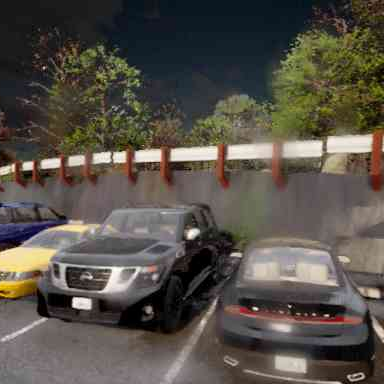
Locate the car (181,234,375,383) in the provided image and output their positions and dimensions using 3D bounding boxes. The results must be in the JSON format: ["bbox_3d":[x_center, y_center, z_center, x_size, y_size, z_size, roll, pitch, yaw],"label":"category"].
[{"bbox_3d":[1.639,1.507,5.678,2.231,1.521,4.892,-1,-1,16],"label":"car"}]

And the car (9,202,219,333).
[{"bbox_3d":[-0.820,1.286,7.413,2.435,2.045,5.566,0,-1,16],"label":"car"}]

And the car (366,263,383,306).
[{"bbox_3d":[4.123,1.223,3.963,2.435,2.045,5.566,-1,-1,15],"label":"car"}]

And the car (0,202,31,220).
[{"bbox_3d":[-5.720,1.351,10.983,2.435,2.045,5.566,-1,-1,15],"label":"car"}]

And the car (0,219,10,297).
[{"bbox_3d":[-3.313,1.564,9.015,1.946,1.575,5.366,0,-1,15],"label":"car"}]
